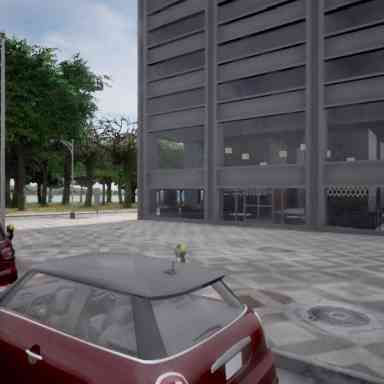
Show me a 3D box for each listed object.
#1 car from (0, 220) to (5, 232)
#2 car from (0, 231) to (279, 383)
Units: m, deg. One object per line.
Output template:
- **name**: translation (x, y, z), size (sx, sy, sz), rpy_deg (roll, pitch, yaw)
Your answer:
- **car**: translation (-5.666, 1.315, 6.997), size (5.009, 1.841, 2.192), rpy_deg (0, 0, 35)
- **car**: translation (-1.237, 1.440, 3.842), size (4.097, 1.590, 1.967), rpy_deg (0, 0, 35)
